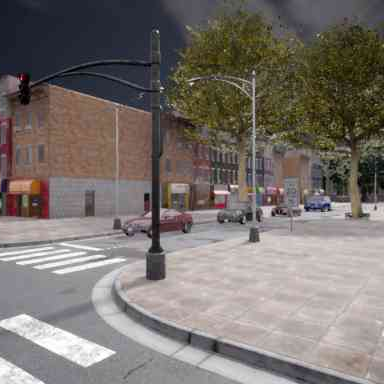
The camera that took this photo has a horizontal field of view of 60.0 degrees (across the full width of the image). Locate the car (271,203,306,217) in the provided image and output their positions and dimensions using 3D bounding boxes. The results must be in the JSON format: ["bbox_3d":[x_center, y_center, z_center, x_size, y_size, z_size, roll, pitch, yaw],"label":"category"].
[{"bbox_3d":[9.688,1.803,34.052,1.994,1.385,4.181,0,-1,37],"label":"car"}]

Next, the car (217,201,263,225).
[{"bbox_3d":[3.812,1.511,25.972,2.097,1.767,4.553,0,-1,36],"label":"car"}]

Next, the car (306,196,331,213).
[{"bbox_3d":[16.548,1.562,43.449,2.150,2.045,5.566,0,0,36],"label":"car"}]

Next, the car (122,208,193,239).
[{"bbox_3d":[-1.718,1.617,18.336,1.812,1.442,4.674,0,-1,35],"label":"car"}]
